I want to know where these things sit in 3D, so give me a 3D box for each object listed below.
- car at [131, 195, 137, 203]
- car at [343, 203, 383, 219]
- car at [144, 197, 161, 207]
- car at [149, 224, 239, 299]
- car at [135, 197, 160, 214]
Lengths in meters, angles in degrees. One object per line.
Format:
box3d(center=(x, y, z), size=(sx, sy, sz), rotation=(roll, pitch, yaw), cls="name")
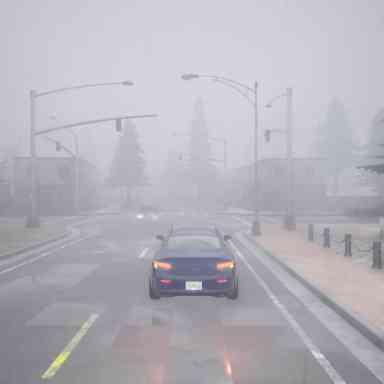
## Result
box3d(center=(-11.719, 1.443, 66.602), size=(1.882, 1.535, 5.008), rotation=(0, 0, -26), cls="car")
box3d(center=(15.459, 1.585, 28.173), size=(4.718, 1.301, 1.895), rotation=(0, 0, 2), cls="car")
box3d(center=(-6.146, 1.513, 51.446), size=(2.033, 1.411, 5.357), rotation=(0, 0, -14), cls="car")
box3d(center=(0.045, 1.526, 8.305), size=(1.812, 1.442, 4.674), rotation=(0, 0, 0), cls="car")
box3d(center=(-4.524, 1.443, 35.581), size=(1.882, 1.535, 5.008), rotation=(0, 0, 0), cls="car")
